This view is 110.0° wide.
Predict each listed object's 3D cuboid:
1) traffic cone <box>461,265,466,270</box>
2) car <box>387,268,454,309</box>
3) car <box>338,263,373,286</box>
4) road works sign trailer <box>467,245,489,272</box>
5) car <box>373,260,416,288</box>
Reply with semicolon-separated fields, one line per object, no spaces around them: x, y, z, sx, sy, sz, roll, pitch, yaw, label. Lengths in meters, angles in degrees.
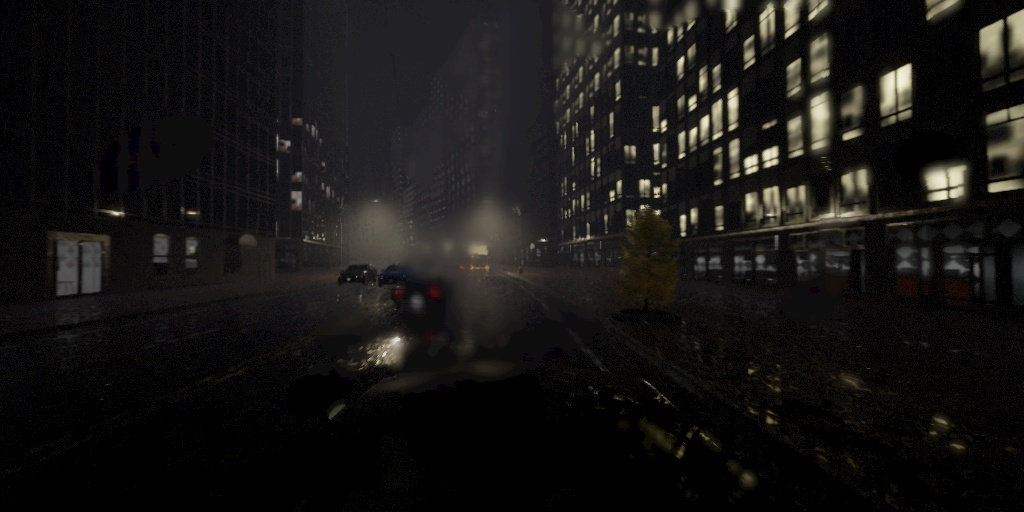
-7.202;1.774;54.418;0.340;0.580;0.340;0;0;-12;traffic cone
-3.559;1.377;15.238;1.895;1.301;4.718;0;0;-3;car
-11.196;1.322;26.421;1.837;1.490;4.892;0;0;-6;car
-4.372;0.267;47.869;2.380;3.560;2.880;0;0;-12;road works sign trailer
-7.757;1.278;24.731;1.882;1.535;5.008;0;0;-6;car
